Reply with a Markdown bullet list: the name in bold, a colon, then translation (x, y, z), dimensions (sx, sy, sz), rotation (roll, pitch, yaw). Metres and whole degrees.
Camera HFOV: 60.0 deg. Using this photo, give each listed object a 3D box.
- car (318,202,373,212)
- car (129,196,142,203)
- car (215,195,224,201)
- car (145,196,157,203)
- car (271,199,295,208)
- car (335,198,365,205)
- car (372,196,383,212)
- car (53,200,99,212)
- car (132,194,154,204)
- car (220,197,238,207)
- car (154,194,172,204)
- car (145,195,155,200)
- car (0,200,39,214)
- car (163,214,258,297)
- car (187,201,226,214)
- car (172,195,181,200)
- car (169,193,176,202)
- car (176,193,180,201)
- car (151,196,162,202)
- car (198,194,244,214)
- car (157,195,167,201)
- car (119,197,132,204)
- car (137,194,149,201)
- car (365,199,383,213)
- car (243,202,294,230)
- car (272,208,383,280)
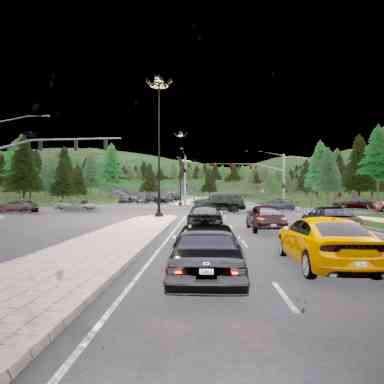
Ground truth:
- **car**: translation (7.745, 1.547, 18.821), dimensions (2.033, 1.411, 5.357), rotation (0, 0, 3)
- **car**: translation (-12.209, 1.524, 72.043), dimensions (1.812, 1.442, 4.674), rotation (0, 0, 2)
- **car**: translation (6.684, 1.552, 81.633), dimensions (1.994, 1.385, 4.181), rotation (0, 0, 2)
- **car**: translation (-8.742, 1.552, 71.133), dimensions (1.994, 1.385, 4.181), rotation (0, 0, 2)
- **car**: translation (10.063, 1.564, 39.554), dimensions (4.181, 1.385, 1.994), rotation (0, 0, 15)
- **car**: translation (20.367, 1.477, 41.965), dimensions (5.008, 1.535, 1.882), rotation (0, 0, 3)
- **car**: translation (23.586, 1.352, 38.292), dimensions (4.553, 1.767, 2.097), rotation (0, 0, 3)
- **car**: translation (-13.408, 1.601, 38.548), dimensions (4.718, 1.301, 1.895), rotation (0, 0, 0)
- **car**: translation (-9.152, 1.491, 62.282), dimensions (2.128, 1.511, 4.902), rotation (0, 0, 3)
- **car**: translation (5.729, 1.564, 52.066), dimensions (1.994, 1.385, 4.181), rotation (0, 0, -4)
- **car**: translation (-5.593, 1.601, 63.392), dimensions (1.895, 1.301, 4.718), rotation (0, 0, 3)
- **car**: translation (-11.452, 1.539, 91.134), dimensions (2.033, 1.411, 5.357), rotation (0, 0, 2)
- **car**: translation (-18.458, 1.564, 35.172), dimensions (4.181, 1.385, 1.994), rotation (0, 0, 2)
- **car**: translation (0.378, 1.547, 8.777), dimensions (2.033, 1.411, 5.357), rotation (0, 0, 2)
- **car**: translation (0.726, 1.478, 18.598), dimensions (1.882, 1.535, 5.008), rotation (0, 0, 3)
- **car**: translation (-4.360, 1.533, 93.021), dimensions (2.033, 1.411, 5.357), rotation (0, 0, 2)
- **car**: translation (-5.193, 1.355, 72.326), dimensions (2.097, 1.767, 4.553), rotation (0, 0, 2)
- **car**: translation (-4.786, 1.225, 82.619), dimensions (2.150, 2.045, 5.566), rotation (0, 0, 2)
- **car**: translation (-8.422, 1.552, 79.245), dimensions (1.994, 1.385, 4.181), rotation (0, 0, 2)
- **car**: translation (2.815, 1.221, 35.228), dimensions (5.566, 2.045, 2.150), rotation (0, 0, -1)
- **car**: translation (-8.020, 1.524, 89.371), dimensions (2.128, 1.511, 4.902), rotation (0, 0, 2)
- **car**: translation (-12.591, 1.564, 63.423), dimensions (1.994, 1.385, 4.181), rotation (0, 0, 3)
- **car**: translation (-11.860, 1.355, 80.900), dimensions (2.097, 1.767, 4.553), rotation (0, 0, 2)
- **car**: translation (21.254, 1.352, 34.899), dimensions (4.553, 1.767, 2.097), rotation (0, 0, 3)
- **car**: translation (4.260, 1.526, 19.204), dimensions (1.812, 1.442, 4.674), rotation (0, 0, 3)
- **car**: translation (3.932, 1.478, 9.985), dimensions (1.882, 1.535, 5.008), rotation (0, 0, 3)
